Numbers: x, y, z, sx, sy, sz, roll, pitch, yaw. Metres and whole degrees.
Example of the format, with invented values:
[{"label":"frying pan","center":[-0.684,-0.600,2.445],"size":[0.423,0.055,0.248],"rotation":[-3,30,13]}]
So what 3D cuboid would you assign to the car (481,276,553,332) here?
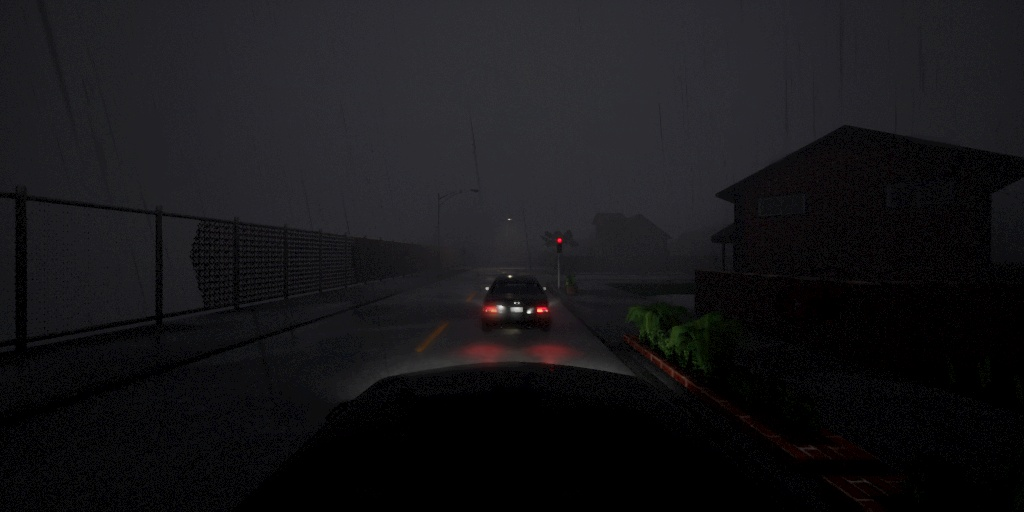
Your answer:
[{"label":"car","center":[0.118,1.297,10.852],"size":[2.033,1.411,5.357],"rotation":[0,0,0]}]
